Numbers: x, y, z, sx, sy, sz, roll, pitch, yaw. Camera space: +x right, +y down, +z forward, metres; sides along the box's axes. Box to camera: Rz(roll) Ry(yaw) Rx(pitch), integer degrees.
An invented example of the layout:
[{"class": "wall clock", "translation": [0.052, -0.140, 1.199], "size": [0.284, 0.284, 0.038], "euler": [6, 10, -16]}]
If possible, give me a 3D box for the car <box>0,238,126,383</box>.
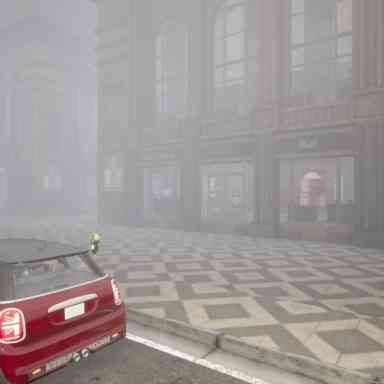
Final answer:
[{"class": "car", "translation": [-2.974, 1.440, 5.086], "size": [4.097, 1.590, 1.967], "euler": [0, 0, 36]}]
